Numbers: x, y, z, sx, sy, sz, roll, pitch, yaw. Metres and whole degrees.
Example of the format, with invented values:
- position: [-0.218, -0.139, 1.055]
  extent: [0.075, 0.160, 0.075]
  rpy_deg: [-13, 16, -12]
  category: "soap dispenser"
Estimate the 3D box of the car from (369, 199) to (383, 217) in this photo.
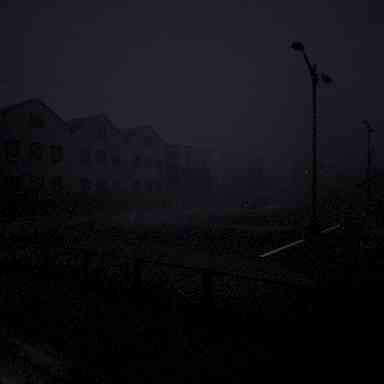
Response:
- position: [15.523, 1.298, 26.745]
  extent: [2.007, 1.523, 4.514]
  rpy_deg: [0, 0, 35]
  category: "car"

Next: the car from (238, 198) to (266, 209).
- position: [7.748, 1.409, 42.215]
  extent: [1.895, 1.301, 4.718]
  rpy_deg: [0, 0, 36]
  category: "car"
